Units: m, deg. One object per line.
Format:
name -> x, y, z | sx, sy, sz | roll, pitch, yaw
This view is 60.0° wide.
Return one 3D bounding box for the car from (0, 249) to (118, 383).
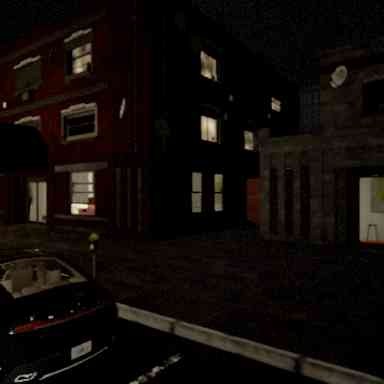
car -> -3.025, 1.548, 5.034 | 4.403, 1.369, 2.008 | 0, 0, 35
